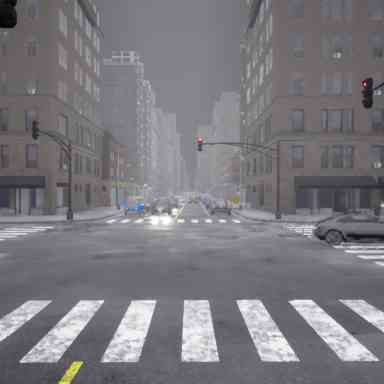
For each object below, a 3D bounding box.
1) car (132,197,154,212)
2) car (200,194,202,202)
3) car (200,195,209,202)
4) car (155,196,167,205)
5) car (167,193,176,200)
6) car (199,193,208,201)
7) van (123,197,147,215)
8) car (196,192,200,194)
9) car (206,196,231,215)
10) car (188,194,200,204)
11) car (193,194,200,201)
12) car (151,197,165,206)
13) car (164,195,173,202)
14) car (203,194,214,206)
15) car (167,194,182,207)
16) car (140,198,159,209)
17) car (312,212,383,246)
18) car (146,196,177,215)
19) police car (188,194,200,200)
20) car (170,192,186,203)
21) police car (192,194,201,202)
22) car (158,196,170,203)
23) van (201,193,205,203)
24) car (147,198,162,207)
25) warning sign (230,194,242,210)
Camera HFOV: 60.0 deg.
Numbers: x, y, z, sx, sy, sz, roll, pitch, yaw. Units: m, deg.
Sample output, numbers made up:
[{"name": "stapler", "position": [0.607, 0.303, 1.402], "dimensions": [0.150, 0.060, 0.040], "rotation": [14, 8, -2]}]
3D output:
[{"name": "car", "position": [-5.719, 1.442, 39.122], "dimensions": [1.967, 1.590, 4.097], "rotation": [0, 0, 0]}, {"name": "car", "position": [2.890, 1.527, 61.940], "dimensions": [1.752, 1.417, 4.829], "rotation": [0, 0, 0]}, {"name": "car", "position": [2.952, 1.436, 78.779], "dimensions": [1.967, 1.590, 4.097], "rotation": [0, 0, 0]}, {"name": "car", "position": [-5.637, 1.527, 61.625], "dimensions": [1.752, 1.417, 4.829], "rotation": [0, 0, 0]}, {"name": "car", "position": [-5.533, 1.306, 90.136], "dimensions": [2.192, 1.841, 5.009], "rotation": [0, 0, 0]}, {"name": "car", "position": [2.972, 1.309, 84.448], "dimensions": [2.192, 1.841, 5.009], "rotation": [0, 0, 0]}, {"name": "van", "position": [-5.740, 1.343, 33.454], "dimensions": [1.690, 1.788, 3.998], "rotation": [0, 0, 0]}, {"name": "car", "position": [0.263, 1.291, 72.998], "dimensions": [1.882, 1.535, 5.008], "rotation": [0, 0, 0]}, {"name": "car", "position": [2.786, 1.442, 33.425], "dimensions": [1.967, 1.590, 4.097], "rotation": [0, 0, 0]}, {"name": "car", "position": [0.227, 1.602, 63.024], "dimensions": [1.895, 1.301, 4.718], "rotation": [0, 0, 0]}, {"name": "car", "position": [1.110, 1.447, 89.616], "dimensions": [1.801, 1.575, 5.366], "rotation": [0, 0, 0]}, {"name": "car", "position": [-5.657, 1.568, 56.127], "dimensions": [1.947, 1.339, 4.313], "rotation": [0, 0, 0]}, {"name": "car", "position": [-5.575, 1.521, 78.630], "dimensions": [1.752, 1.417, 4.829], "rotation": [0, 0, 0]}, {"name": "car", "position": [2.827, 1.443, 44.763], "dimensions": [1.967, 1.590, 4.097], "rotation": [0, 0, 0]}, {"name": "car", "position": [-2.923, 1.490, 47.233], "dimensions": [2.128, 1.511, 4.902], "rotation": [0, 0, 1]}, {"name": "car", "position": [-5.698, 1.568, 44.790], "dimensions": [1.947, 1.339, 4.313], "rotation": [0, 0, 0]}, {"name": "car", "position": [7.463, 1.576, 14.454], "dimensions": [4.181, 1.385, 1.994], "rotation": [0, 0, 12]}, {"name": "car", "position": [-2.985, 1.492, 33.592], "dimensions": [2.128, 1.511, 4.902], "rotation": [0, 0, 0]}, {"name": "police car", "position": [0.618, 1.414, 95.445], "dimensions": [1.930, 1.638, 5.238], "rotation": [0, 0, -16]}, {"name": "car", "position": [-2.758, 1.206, 67.832], "dimensions": [2.150, 2.045, 5.566], "rotation": [0, 0, 0]}, {"name": "police car", "position": [1.083, 1.421, 79.521], "dimensions": [1.930, 1.638, 5.238], "rotation": [0, 0, -1]}, {"name": "car", "position": [-5.615, 1.566, 67.463], "dimensions": [1.947, 1.339, 4.313], "rotation": [0, 0, 0]}, {"name": "van", "position": [2.868, 1.343, 56.101], "dimensions": [1.690, 1.788, 3.998], "rotation": [0, 0, 0]}, {"name": "car", "position": [-5.678, 1.585, 50.459], "dimensions": [1.802, 1.307, 4.206], "rotation": [0, 0, 0]}, {"name": "warning sign", "position": [5.209, 1.118, 39.410], "dimensions": [1.300, 1.860, 1.060], "rotation": [0, 0, 0]}]
